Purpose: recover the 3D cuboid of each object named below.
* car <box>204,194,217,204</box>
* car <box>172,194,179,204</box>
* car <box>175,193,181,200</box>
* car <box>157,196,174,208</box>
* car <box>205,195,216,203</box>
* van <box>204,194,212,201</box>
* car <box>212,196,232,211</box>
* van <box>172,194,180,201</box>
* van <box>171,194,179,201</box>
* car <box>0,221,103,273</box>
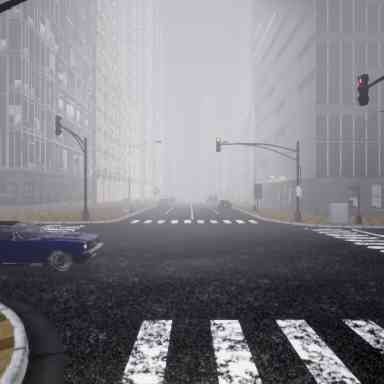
[{"bbox_3d":[3.860,1.313,63.932,2.192,1.841,5.009,0,0,0],"label":"car"},{"bbox_3d":[-4.020,1.564,63.909,1.947,1.339,4.313,0,0,0],"label":"car"},{"bbox_3d":[-4.054,1.426,74.964,1.967,1.590,4.097,0,0,0],"label":"car"},{"bbox_3d":[-3.970,1.592,47.326,1.802,1.307,4.206,0,0,0],"label":"car"},{"bbox_3d":[3.843,1.432,69.461,1.967,1.590,4.097,0,0,0],"label":"car"},{"bbox_3d":[3.809,1.321,80.516,1.690,1.788,3.998,0,0,0],"label":"van"},{"bbox_3d":[3.976,1.579,41.824,1.947,1.339,4.313,0,0,0],"label":"car"},{"bbox_3d":[-4.088,1.315,86.019,1.690,1.788,3.998,0,0,0],"label":"van"},{"bbox_3d":[-4.071,1.321,80.492,1.690,1.788,3.998,0,0,0],"label":"van"},{"bbox_3d":[-5.138,1.533,9.844,4.718,1.301,1.895,1,0,-3],"label":"car"}]
